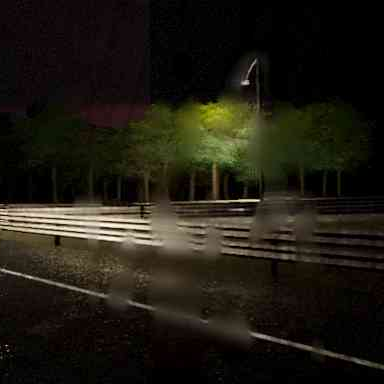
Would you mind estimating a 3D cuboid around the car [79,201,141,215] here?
[{"bbox_3d":[-6.304,1.471,25.918,5.008,1.535,1.882,-2,-1,8],"label":"car"}]
